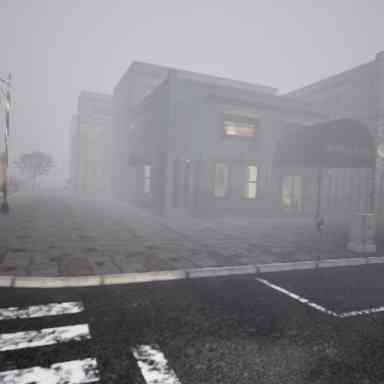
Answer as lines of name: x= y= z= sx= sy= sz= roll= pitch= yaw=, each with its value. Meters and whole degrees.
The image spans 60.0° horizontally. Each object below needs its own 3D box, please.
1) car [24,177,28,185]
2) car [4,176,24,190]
car: x=-30.027 y=-1.626 z=57.487 sx=1.947 sy=1.339 sz=4.313 roll=3 pitch=1 yaw=-23
car: x=-25.580 y=-1.335 z=47.047 sx=2.192 sy=1.841 sz=5.009 roll=3 pitch=1 yaw=-23
